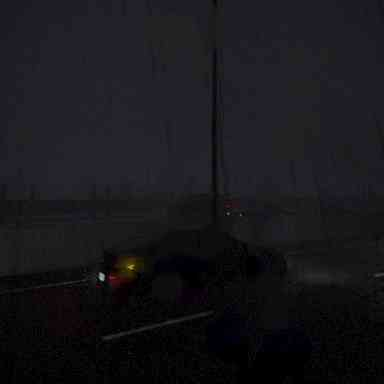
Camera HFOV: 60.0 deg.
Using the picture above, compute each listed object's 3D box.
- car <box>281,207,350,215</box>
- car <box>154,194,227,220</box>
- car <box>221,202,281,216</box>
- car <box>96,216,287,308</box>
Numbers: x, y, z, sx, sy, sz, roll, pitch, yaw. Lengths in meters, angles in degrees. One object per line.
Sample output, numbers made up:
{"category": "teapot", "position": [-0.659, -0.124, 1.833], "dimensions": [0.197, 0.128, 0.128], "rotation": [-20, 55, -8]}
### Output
{"category": "car", "position": [8.054, 1.560, 20.230], "dimensions": [4.718, 1.301, 1.895], "rotation": [0, 0, -24]}
{"category": "car", "position": [0.081, 1.154, 24.102], "dimensions": [5.566, 2.045, 2.150], "rotation": [0, 0, -27]}
{"category": "car", "position": [4.666, 1.546, 22.496], "dimensions": [4.718, 1.301, 1.895], "rotation": [0, 0, -26]}
{"category": "car", "position": [0.153, 1.503, 7.817], "dimensions": [4.674, 1.442, 1.812], "rotation": [0, 0, -32]}
